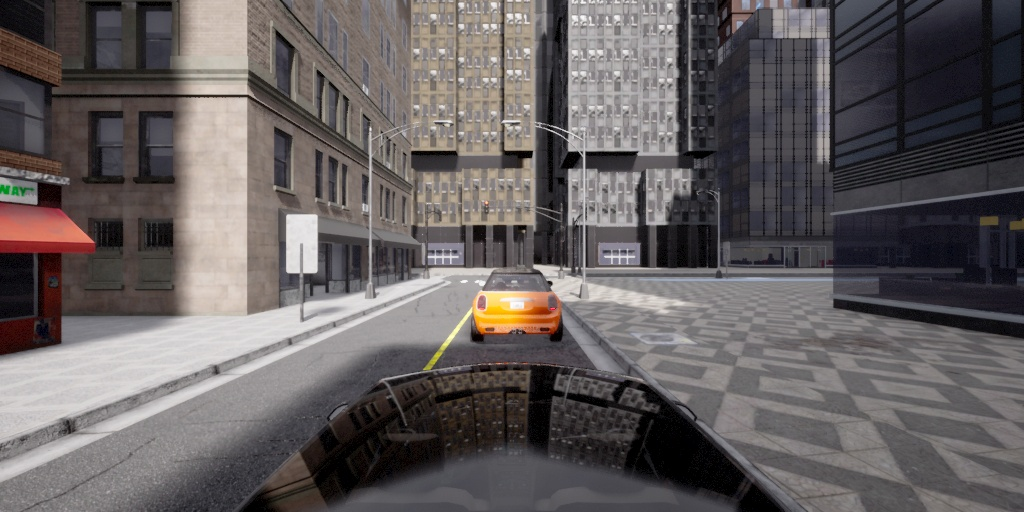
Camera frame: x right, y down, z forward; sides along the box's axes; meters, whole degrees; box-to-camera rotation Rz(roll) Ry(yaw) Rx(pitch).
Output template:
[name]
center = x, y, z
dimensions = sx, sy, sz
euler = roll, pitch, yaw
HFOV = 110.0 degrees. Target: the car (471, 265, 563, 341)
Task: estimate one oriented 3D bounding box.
[car]
center = 0.106, 1.102, 10.003
dimensions = 2.097, 1.767, 4.553
euler = 0, 0, 0
